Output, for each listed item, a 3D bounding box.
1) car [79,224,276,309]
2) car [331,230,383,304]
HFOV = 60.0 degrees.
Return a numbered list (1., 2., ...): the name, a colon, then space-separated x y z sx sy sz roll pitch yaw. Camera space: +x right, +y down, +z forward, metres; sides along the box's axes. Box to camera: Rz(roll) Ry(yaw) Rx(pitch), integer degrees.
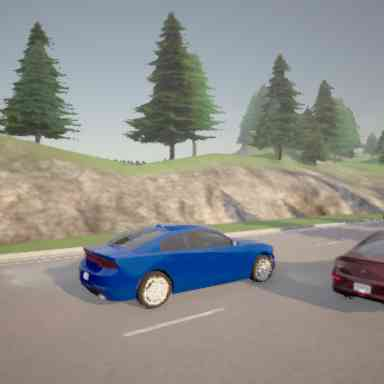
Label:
1. car: -0.086 1.504 8.013 5.008 1.535 1.882 0 0 -36
2. car: 4.901 1.550 7.311 4.674 1.442 1.812 0 0 -36
